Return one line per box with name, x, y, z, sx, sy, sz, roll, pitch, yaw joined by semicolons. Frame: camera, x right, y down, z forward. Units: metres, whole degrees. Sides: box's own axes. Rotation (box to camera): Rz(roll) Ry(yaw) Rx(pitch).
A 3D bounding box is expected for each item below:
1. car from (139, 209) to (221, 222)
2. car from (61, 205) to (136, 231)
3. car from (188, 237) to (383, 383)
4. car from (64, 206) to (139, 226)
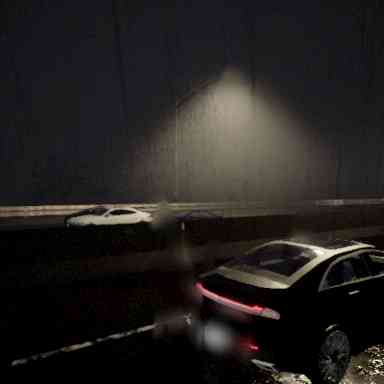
car;-0.196;1.569;16.702;4.181;1.385;1.994;0;0;-35
car;-5.904;1.565;21.241;4.181;1.385;1.994;0;0;-35
car;2.245;1.495;5.327;4.902;1.511;2.128;0;0;-35
car;-4.333;1.527;18.068;4.674;1.442;1.812;0;0;-35
